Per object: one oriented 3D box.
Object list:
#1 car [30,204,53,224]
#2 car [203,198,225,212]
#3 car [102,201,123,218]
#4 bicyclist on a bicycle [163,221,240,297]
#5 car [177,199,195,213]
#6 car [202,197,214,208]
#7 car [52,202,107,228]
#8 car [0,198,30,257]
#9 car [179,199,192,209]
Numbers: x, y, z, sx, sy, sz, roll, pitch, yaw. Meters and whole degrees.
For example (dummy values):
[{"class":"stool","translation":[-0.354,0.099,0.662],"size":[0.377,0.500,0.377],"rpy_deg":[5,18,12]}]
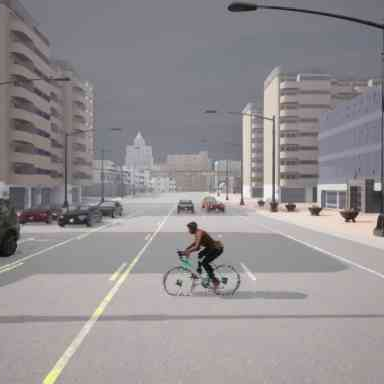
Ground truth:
[{"class":"car","translation":[-11.025,1.610,24.745],"size":[1.994,1.385,4.181],"rpy_deg":[0,0,-1]},{"class":"car","translation":[2.751,1.698,39.731],"size":[1.895,1.301,4.718],"rpy_deg":[0,0,-1]},{"class":"car","translation":[-7.705,1.544,30.771],"size":[1.882,1.535,5.008],"rpy_deg":[0,0,0]},{"class":"bicyclist on a bicycle","translation":[0.192,1.451,7.113],"size":[1.656,1.620,0.582],"rpy_deg":[-2,0,-1]},{"class":"car","translation":[-0.716,1.583,38.180],"size":[2.128,1.511,4.902],"rpy_deg":[0,0,-1]},{"class":"car","translation":[2.540,1.481,49.137],"size":[2.097,1.767,4.553],"rpy_deg":[0,0,-1]},{"class":"car","translation":[-7.494,1.602,22.634],"size":[1.994,1.385,4.181],"rpy_deg":[0,0,-1]},{"class":"car","translation":[-7.294,1.219,9.927],"size":[2.150,2.045,5.566],"rpy_deg":[0,0,-1]},{"class":"car","translation":[-0.936,1.728,48.143],"size":[1.895,1.301,4.718],"rpy_deg":[0,0,-1]}]
